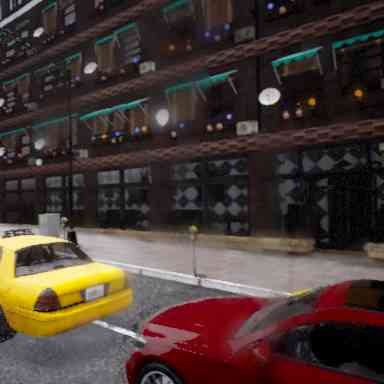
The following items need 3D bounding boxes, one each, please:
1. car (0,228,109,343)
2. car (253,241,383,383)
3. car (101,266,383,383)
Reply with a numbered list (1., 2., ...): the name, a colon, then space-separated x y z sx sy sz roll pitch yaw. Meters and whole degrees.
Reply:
1. car: -3.540 1.494 6.503 5.366 1.575 1.801 0 0 36
2. car: 3.301 1.548 3.752 4.829 1.417 1.752 0 -2 36
3. car: 1.489 1.543 2.887 4.674 1.442 1.812 0 0 36
